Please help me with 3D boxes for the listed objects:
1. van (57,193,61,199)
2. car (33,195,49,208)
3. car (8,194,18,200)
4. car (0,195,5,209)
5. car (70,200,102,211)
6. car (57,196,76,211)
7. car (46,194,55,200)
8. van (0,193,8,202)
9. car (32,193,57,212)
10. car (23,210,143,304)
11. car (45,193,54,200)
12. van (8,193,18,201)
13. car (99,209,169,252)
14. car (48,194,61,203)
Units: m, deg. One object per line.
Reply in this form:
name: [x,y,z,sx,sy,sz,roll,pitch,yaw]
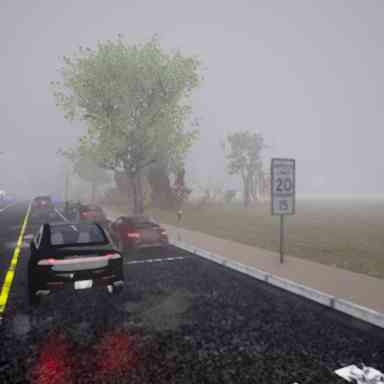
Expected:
van: [-23.678,1.082,57.839,1.690,1.788,3.998,-1,1,-25]
car: [-20.565,1.279,45.302,1.882,1.535,5.008,0,0,-25]
car: [-42.620,1.210,79.437,1.887,1.381,4.507,-1,1,-25]
car: [-23.625,1.422,39.325,1.802,1.307,4.206,-1,1,-25]
car: [-6.991,1.474,22.826,1.802,1.307,4.206,-1,1,-25]
car: [-11.817,1.400,32.802,2.008,1.369,4.403,-1,1,-25]
car: [-33.161,1.219,77.875,1.947,1.339,4.313,-1,1,-25]
van: [-26.003,1.160,44.336,1.690,1.788,3.998,-1,1,-25]
car: [-16.123,1.193,36.043,2.097,1.767,4.553,0,0,-25]
car: [-3.004,1.454,8.215,2.128,1.511,4.902,0,0,-25]
car: [-35.534,1.071,82.882,1.967,1.590,4.097,-1,1,-25]
van: [-37.874,1.051,69.407,1.690,1.788,3.998,-1,1,-25]
car: [-2.214,1.518,12.824,1.802,1.307,4.206,-1,1,-25]
car: [-26.048,1.159,62.849,1.967,1.590,4.097,-1,1,-25]
